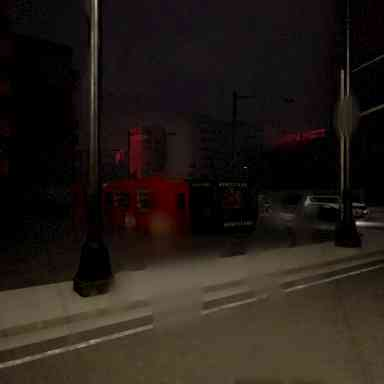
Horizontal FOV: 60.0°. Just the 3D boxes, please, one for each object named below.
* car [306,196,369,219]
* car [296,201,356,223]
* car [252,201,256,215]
[{"bbox_3d":[12.785,1.339,29.932,2.150,2.045,5.566,0,-1,-36],"label":"car"},{"bbox_3d":[10.565,1.667,27.023,1.994,1.385,4.181,0,-1,-36],"label":"car"},{"bbox_3d":[5.385,1.685,34.184,1.882,1.535,5.008,0,-1,-36],"label":"car"}]
